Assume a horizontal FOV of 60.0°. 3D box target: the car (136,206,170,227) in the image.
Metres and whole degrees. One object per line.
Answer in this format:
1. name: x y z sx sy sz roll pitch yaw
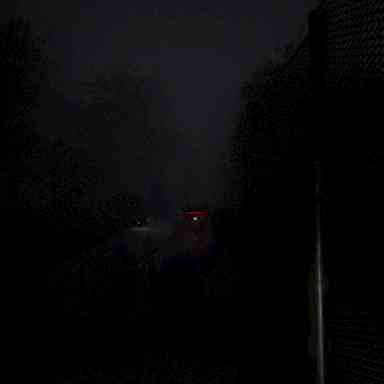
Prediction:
1. car: -2.692 1.704 23.668 1.994 1.385 4.181 0 -1 2

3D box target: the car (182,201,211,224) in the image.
1. car: 0.305 1.672 26.036 1.837 1.490 4.892 0 -1 2

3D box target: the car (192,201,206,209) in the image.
1. car: 1.369 2.427 64.828 1.837 1.490 4.892 0 -2 11
